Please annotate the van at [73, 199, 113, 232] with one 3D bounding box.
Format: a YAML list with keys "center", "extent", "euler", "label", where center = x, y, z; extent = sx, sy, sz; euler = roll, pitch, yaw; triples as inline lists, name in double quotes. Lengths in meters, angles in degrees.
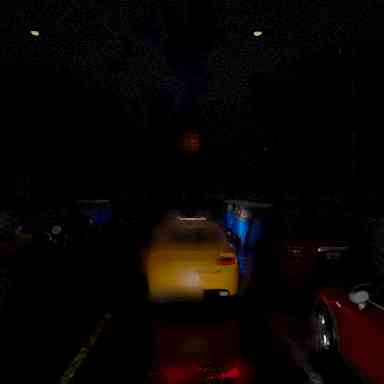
- center: [-5.865, 1.343, 19.638]
  extent: [1.690, 1.788, 3.998]
  euler: [0, 0, 0]
  label: "van"

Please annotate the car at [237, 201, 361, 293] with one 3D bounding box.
- center: [2.717, 1.315, 8.808]
  extent: [2.192, 1.841, 5.009]
  euler: [0, 0, 0]
  label: "car"

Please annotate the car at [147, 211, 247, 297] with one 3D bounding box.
- center: [0.039, 1.478, 8.635]
  extent: [1.882, 1.535, 5.008]
  euler: [0, 0, 0]
  label: "car"

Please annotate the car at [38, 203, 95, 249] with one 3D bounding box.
- center: [-5.836, 1.441, 14.200]
  extent: [1.967, 1.590, 4.097]
  euler: [0, 0, 0]
  label: "car"

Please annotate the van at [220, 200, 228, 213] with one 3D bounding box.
- center: [2.660, 1.343, 19.683]
  extent: [1.690, 1.788, 3.998]
  euler: [0, 0, 0]
  label: "van"

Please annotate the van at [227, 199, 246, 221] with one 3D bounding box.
- center: [2.688, 1.342, 14.245]
  extent: [1.690, 1.788, 3.998]
  euler: [0, 0, 0]
  label: "van"

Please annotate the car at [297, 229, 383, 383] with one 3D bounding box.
- center: [2.746, 1.440, 3.370]
  extent: [1.967, 1.590, 4.097]
  euler: [0, 0, 0]
  label: "car"

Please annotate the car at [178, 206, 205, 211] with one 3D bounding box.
- center: [-0.048, 1.493, 18.137]
  extent: [2.128, 1.511, 4.902]
  euler: [0, 0, 0]
  label: "car"

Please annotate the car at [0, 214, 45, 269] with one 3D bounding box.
- center: [-5.807, 1.526, 8.593]
  extent: [1.752, 1.417, 4.829]
  euler: [0, 0, 0]
  label: "car"
